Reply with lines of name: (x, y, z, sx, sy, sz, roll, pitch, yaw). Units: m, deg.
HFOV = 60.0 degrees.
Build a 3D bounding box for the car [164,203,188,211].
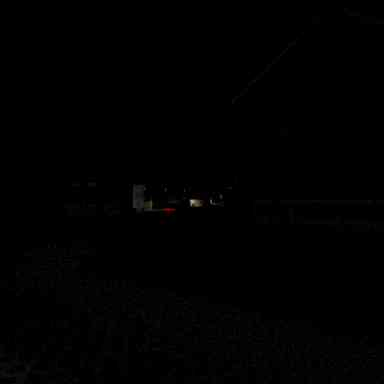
car: (-1.736, 2.106, 38.696, 1.837, 1.490, 4.892, 0, -1, 15)
